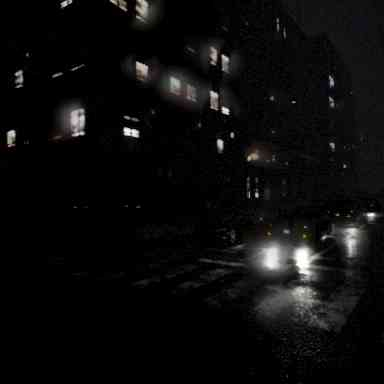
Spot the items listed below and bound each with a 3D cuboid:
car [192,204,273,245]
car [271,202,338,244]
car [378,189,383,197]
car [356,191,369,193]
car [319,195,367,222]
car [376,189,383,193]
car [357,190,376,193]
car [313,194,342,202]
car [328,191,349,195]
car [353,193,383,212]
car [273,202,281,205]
[{"bbox_3d":[1.718,1.397,14.834,2.008,1.369,4.403,0,1,35],"label":"car"},{"bbox_3d":[4.870,1.367,14.845,1.994,1.385,4.181,-1,1,35],"label":"car"},{"bbox_3d":[43.135,0.189,74.185,2.192,1.841,5.009,0,1,35],"label":"car"},{"bbox_3d":[20.737,0.920,42.089,1.752,1.417,4.829,0,1,35],"label":"car"},{"bbox_3d":[10.556,1.172,22.989,1.837,1.490,4.892,-1,1,35],"label":"car"},{"bbox_3d":[33.579,0.661,60.492,1.947,1.339,4.313,0,1,35],"label":"car"},{"bbox_3d":[24.019,0.633,46.791,2.192,1.841,5.009,0,1,35],"label":"car"},{"bbox_3d":[11.277,1.163,28.532,1.887,1.381,4.507,0,1,35],"label":"car"},{"bbox_3d":[14.462,0.858,33.094,2.192,1.841,5.009,0,1,35],"label":"car"},{"bbox_3d":[16.648,1.070,31.706,2.033,1.411,5.357,-1,0,35],"label":"car"},{"bbox_3d":[4.807,1.298,19.260,1.752,1.417,4.829,0,1,35],"label":"car"}]
